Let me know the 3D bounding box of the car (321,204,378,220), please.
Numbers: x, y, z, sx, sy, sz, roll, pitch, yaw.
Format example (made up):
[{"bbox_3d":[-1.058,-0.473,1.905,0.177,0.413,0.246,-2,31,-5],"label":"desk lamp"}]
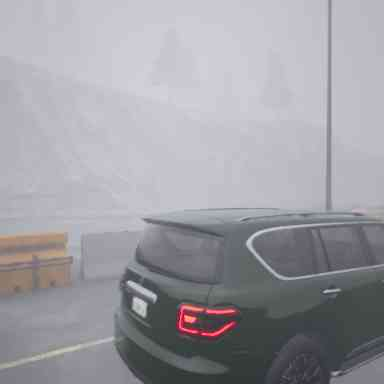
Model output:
[{"bbox_3d":[15.468,1.877,32.568,5.357,1.411,2.033,1,0,-24],"label":"car"}]

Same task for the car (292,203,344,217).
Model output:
[{"bbox_3d":[13.494,1.878,35.512,5.357,1.411,2.033,1,0,-24],"label":"car"}]

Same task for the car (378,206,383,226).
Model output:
[{"bbox_3d":[16.767,1.804,25.432,4.892,1.490,1.837,1,-1,-24],"label":"car"}]

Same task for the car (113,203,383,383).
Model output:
[{"bbox_3d":[1.693,1.263,4.801,5.566,2.045,2.150,1,-1,-34],"label":"car"}]

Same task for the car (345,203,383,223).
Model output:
[{"bbox_3d":[15.842,1.789,28.864,5.008,1.535,1.882,1,0,-24],"label":"car"}]
